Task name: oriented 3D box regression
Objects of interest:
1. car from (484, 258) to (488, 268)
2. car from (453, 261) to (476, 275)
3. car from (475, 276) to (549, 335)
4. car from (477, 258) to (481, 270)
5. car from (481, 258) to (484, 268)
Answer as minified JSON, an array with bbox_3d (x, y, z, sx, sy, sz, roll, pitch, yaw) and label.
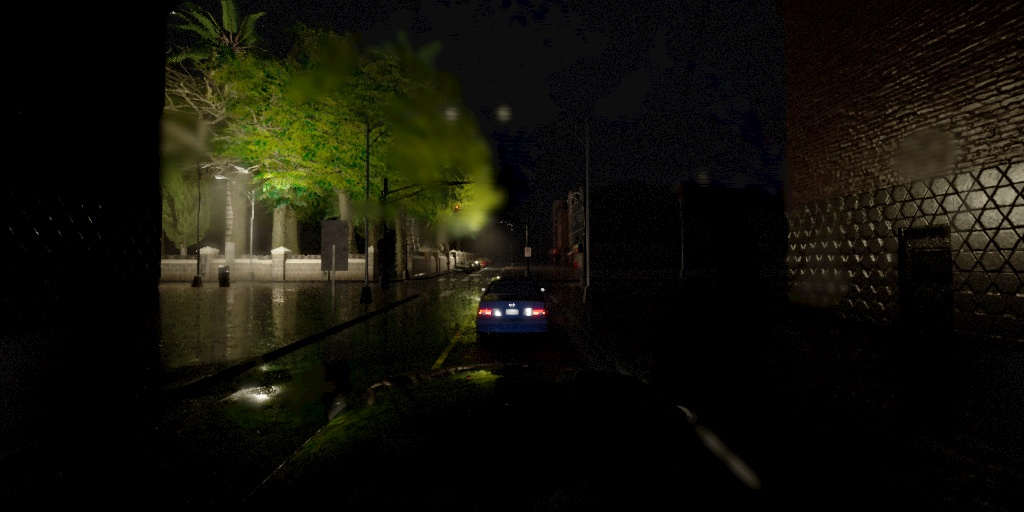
[{"bbox_3d":[-5.639,1.417,63.340,1.802,1.307,4.207,0,0,0],"label":"car"},{"bbox_3d":[-5.496,1.333,39.855,2.007,1.370,4.403,0,0,0],"label":"car"},{"bbox_3d":[0.026,1.301,10.532,2.033,1.411,5.357,0,0,1],"label":"car"},{"bbox_3d":[-5.521,1.345,46.991,2.007,1.370,4.403,0,0,0],"label":"car"},{"bbox_3d":[-5.560,1.371,52.441,1.948,1.339,4.313,0,0,0],"label":"car"}]
